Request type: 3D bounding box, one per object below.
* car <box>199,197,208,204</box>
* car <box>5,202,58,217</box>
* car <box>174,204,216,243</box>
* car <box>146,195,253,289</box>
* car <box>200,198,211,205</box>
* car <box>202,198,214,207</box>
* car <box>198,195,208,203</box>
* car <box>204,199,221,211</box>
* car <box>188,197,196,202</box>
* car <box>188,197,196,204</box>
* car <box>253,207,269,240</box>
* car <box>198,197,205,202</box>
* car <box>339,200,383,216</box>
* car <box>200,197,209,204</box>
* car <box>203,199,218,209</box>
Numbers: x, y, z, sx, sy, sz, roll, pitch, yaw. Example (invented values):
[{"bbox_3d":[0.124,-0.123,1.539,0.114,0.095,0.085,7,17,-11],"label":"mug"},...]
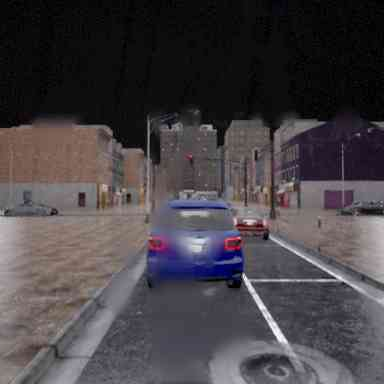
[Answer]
[{"bbox_3d":[2.646,1.900,76.702,1.752,1.417,4.829,1,-1,0],"label":"car"},{"bbox_3d":[-14.058,1.597,29.220,4.181,1.385,1.994,0,-2,0],"label":"car"},{"bbox_3d":[0.094,1.497,17.344,1.882,1.535,5.008,0,0,-1],"label":"car"},{"bbox_3d":[0.041,1.229,9.301,2.150,2.045,5.566,0,0,-1],"label":"car"},{"bbox_3d":[2.647,1.836,65.657,1.947,1.339,4.313,1,-1,0],"label":"car"},{"bbox_3d":[2.650,1.708,54.952,1.752,1.417,4.829,1,0,0],"label":"car"},{"bbox_3d":[2.649,1.743,81.973,2.192,1.841,5.009,1,-1,0],"label":"car"},{"bbox_3d":[2.650,1.677,43.908,1.947,1.339,4.313,1,0,0],"label":"car"},{"bbox_3d":[-0.009,1.882,84.467,1.895,1.301,4.718,0,-1,0],"label":"car"},{"bbox_3d":[-0.008,1.840,74.009,1.837,1.490,4.892,0,-1,0],"label":"car"},{"bbox_3d":[2.659,1.460,17.162,1.967,1.590,4.097,2,0,0],"label":"car"},{"bbox_3d":[2.642,2.131,92.845,1.802,1.307,4.206,1,-1,0],"label":"car"},{"bbox_3d":[16.736,1.574,31.980,4.892,1.490,1.837,0,-2,0],"label":"car"},{"bbox_3d":[2.647,1.847,71.265,1.752,1.417,4.829,1,-1,0],"label":"car"},{"bbox_3d":[2.649,1.710,49.345,1.947,1.339,4.313,1,0,0],"label":"car"}]
